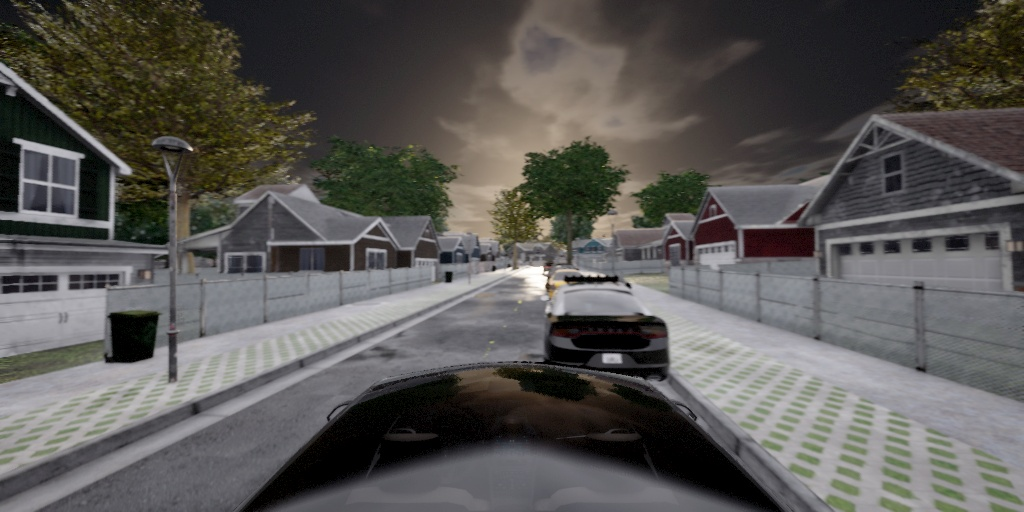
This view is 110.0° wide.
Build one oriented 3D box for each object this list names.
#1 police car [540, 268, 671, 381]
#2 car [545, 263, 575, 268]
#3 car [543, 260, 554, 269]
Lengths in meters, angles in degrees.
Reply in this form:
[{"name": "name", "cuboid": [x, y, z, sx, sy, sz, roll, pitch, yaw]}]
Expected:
[{"name": "police car", "cuboid": [1.626, 1.208, 7.446, 1.930, 1.638, 5.238, -1, 0, 6]}, {"name": "car", "cuboid": [2.672, 1.311, 17.474, 1.801, 1.575, 5.366, -1, 0, 6]}, {"name": "car", "cuboid": [3.271, 1.247, 23.224, 2.097, 1.767, 4.553, -1, 0, 6]}]
